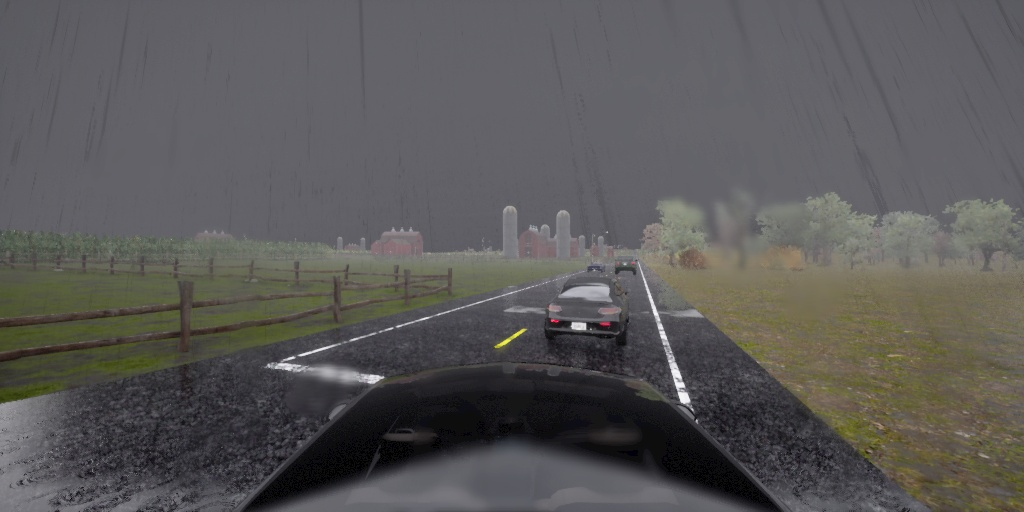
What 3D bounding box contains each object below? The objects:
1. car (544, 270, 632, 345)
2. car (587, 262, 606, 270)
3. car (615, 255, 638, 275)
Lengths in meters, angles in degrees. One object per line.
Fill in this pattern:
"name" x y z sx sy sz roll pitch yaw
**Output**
"car" 2.127 1.274 9.532 1.812 1.442 4.674 0 0 19
"car" 10.340 1.340 43.910 1.895 1.301 4.718 0 0 19
"car" 12.553 0.961 39.473 2.150 2.045 5.566 0 0 20
